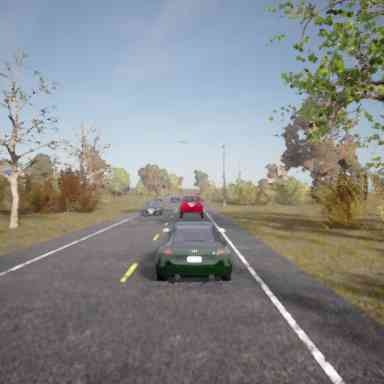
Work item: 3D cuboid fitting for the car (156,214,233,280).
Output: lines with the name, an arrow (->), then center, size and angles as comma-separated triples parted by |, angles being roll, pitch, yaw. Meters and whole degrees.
car -> 0.059, 1.590, 10.011 | 1.994, 1.385, 4.181 | 0, 0, 0

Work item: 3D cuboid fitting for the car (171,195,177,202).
car -> -3.746, 1.405, 73.541 | 1.882, 1.535, 5.008 | 0, 0, -2

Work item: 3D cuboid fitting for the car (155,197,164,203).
car -> -7.080, 1.707, 73.044 | 1.895, 1.301, 4.718 | 0, 0, -6

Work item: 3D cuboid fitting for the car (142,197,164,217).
car -> -3.766, 1.566, 32.765 | 2.128, 1.511, 4.902 | 0, 0, -1

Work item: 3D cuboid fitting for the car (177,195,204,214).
car -> -0.033, 1.294, 31.788 | 2.150, 2.045, 5.566 | 0, 0, 0

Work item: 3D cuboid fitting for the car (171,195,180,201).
car -> -3.899, 1.547, 80.908 | 1.994, 1.385, 4.181 | 0, 0, 0
